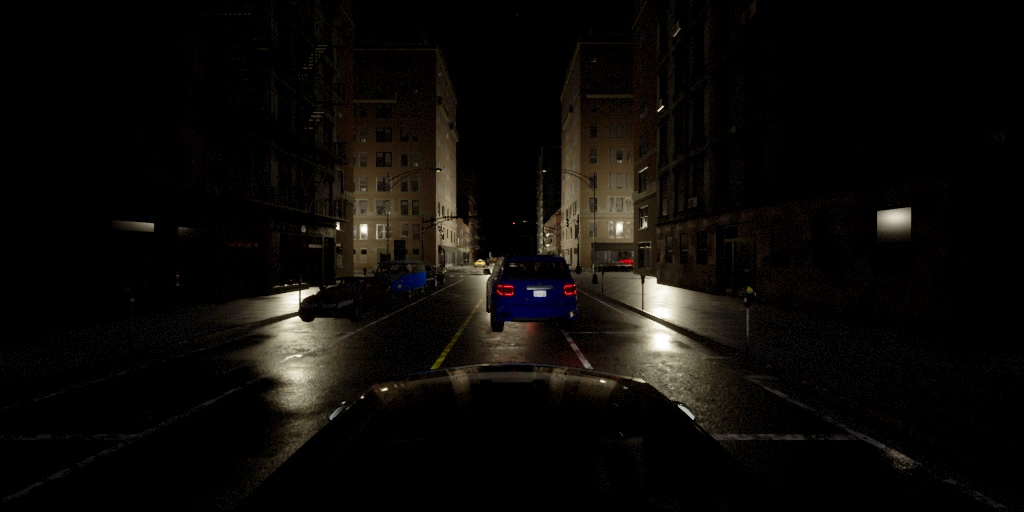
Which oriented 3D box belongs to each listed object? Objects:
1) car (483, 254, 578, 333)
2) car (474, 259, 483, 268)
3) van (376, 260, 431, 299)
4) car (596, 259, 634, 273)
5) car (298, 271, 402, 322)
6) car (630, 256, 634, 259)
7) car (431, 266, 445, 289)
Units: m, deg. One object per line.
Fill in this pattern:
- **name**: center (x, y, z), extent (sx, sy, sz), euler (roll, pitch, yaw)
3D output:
- **car**: center (0.358, 0.971, 11.002), extent (2.150, 2.045, 5.566), euler (0, 0, -6)
- **car**: center (-5.396, 1.272, 60.765), extent (1.751, 1.417, 4.829), euler (0, 0, 0)
- **van**: center (-5.394, 1.090, 17.565), extent (1.690, 1.789, 3.998), euler (0, 0, 0)
- **car**: center (11.663, 1.276, 40.065), extent (4.718, 1.301, 1.895), euler (0, 0, 0)
- **car**: center (-5.395, 1.331, 12.159), extent (1.802, 1.307, 4.207), euler (0, 0, 0)
- **car**: center (15.327, 0.877, 43.024), extent (5.566, 2.045, 2.150), euler (0, 0, 0)
- **car**: center (-5.394, 1.299, 22.971), extent (2.007, 1.370, 4.403), euler (0, 0, 0)
